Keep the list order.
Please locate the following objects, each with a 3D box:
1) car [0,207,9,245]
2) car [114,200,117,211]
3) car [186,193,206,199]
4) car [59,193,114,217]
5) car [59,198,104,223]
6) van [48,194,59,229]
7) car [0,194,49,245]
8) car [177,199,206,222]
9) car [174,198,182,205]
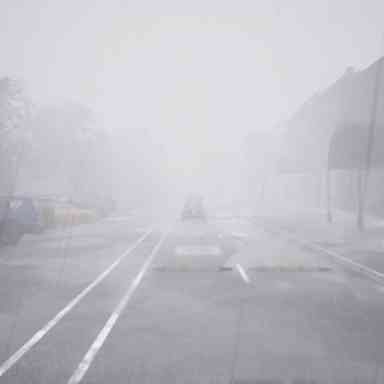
[{"bbox_3d":[-9.447,1.476,11.489,5.008,1.535,2.097,-1,0,-20],"label":"car"},{"bbox_3d":[-9.444,1.170,29.228,5.566,2.045,2.435,-1,0,-20],"label":"car"},{"bbox_3d":[0.425,1.133,43.705,2.150,2.045,5.566,0,0,3],"label":"car"},{"bbox_3d":[-9.400,1.180,26.300,5.566,2.045,2.435,-1,0,-20],"label":"car"},{"bbox_3d":[-9.261,1.437,23.403,5.366,1.575,1.946,-1,0,-20],"label":"car"},{"bbox_3d":[-9.541,1.238,17.360,4.442,1.987,1.878,-1,0,-20],"label":"van"},{"bbox_3d":[-9.467,1.219,14.433,5.566,2.045,2.435,-1,0,-20],"label":"car"},{"bbox_3d":[0.122,1.496,26.037,2.033,1.411,5.357,0,0,0],"label":"car"},{"bbox_3d":[-2.823,2.094,73.765,1.994,1.385,4.181,0,-1,2],"label":"car"}]
